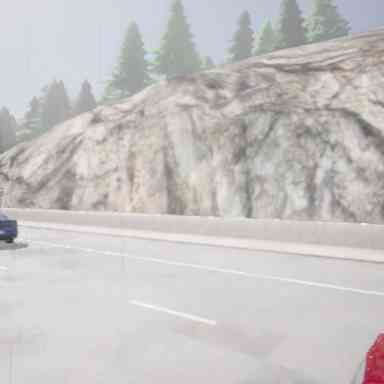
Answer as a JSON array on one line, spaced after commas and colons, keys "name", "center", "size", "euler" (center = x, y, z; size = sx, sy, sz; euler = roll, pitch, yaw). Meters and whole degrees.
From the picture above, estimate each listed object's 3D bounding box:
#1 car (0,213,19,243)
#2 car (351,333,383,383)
[{"name": "car", "center": [-10.047, 1.576, 15.456], "size": [5.008, 1.535, 1.882], "euler": [0, 0, 35]}, {"name": "car", "center": [3.372, 1.590, 1.646], "size": [4.718, 1.301, 1.895], "euler": [0, 0, 35]}]
